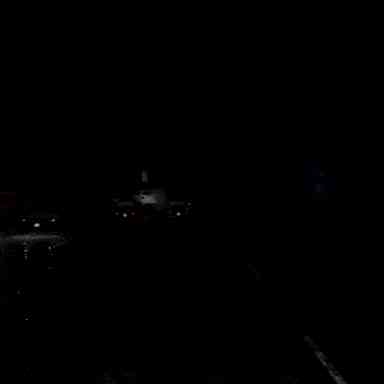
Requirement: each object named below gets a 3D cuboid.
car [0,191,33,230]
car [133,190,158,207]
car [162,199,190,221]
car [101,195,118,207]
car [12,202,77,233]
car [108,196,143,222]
[{"bbox_3d":[-11.269,0.996,19.712,2.150,2.045,5.566,0,2,-6],"label":"car"},{"bbox_3d":[-5.819,0.763,40.367,2.150,2.045,5.566,0,1,-23],"label":"car"},{"bbox_3d":[-1.219,1.272,24.511,1.812,1.442,4.674,0,1,-8],"label":"car"},{"bbox_3d":[-9.828,1.050,40.724,2.033,1.411,5.357,0,1,-25],"label":"car"},{"bbox_3d":[-7.693,1.378,18.101,1.994,1.385,4.181,0,1,-6],"label":"car"},{"bbox_3d":[-4.626,1.271,23.709,1.812,1.442,4.674,0,1,-8],"label":"car"}]
